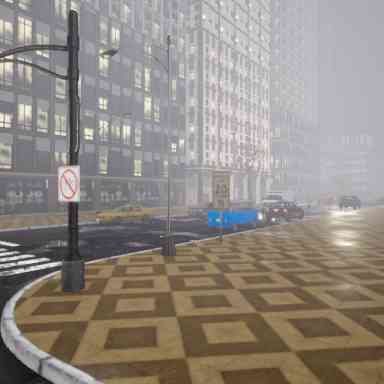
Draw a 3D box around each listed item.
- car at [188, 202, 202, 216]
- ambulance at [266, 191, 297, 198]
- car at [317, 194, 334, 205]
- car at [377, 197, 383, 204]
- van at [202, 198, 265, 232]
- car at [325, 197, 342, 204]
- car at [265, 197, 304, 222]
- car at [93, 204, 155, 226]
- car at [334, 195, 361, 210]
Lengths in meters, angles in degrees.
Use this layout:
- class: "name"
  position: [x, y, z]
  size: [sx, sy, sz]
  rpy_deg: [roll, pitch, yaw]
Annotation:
- class: "car"
  position: [1.343, 1.603, 31.722]
  size: [1.802, 1.307, 4.206]
  rpy_deg: [0, 0, 38]
- class: "ambulance"
  position: [10.215, 1.062, 39.013]
  size: [2.351, 2.431, 6.366]
  rpy_deg: [0, 0, 38]
- class: "car"
  position: [25.147, 1.380, 62.548]
  size: [2.192, 1.841, 5.009]
  rpy_deg: [0, 0, 38]
- class: "car"
  position: [38.183, 1.658, 66.537]
  size: [1.947, 1.339, 4.313]
  rpy_deg: [0, 0, 38]
- class: "van"
  position: [2.607, 1.368, 20.284]
  size: [1.690, 1.788, 3.998]
  rpy_deg: [0, 0, 38]
- class: "car"
  position: [28.547, 1.624, 66.951]
  size: [2.008, 1.369, 4.403]
  rpy_deg: [0, 0, 38]
- class: "car"
  position: [7.579, 1.472, 26.905]
  size: [1.967, 1.590, 4.097]
  rpy_deg: [0, 0, 38]
- class: "car"
  position: [-4.777, 1.540, 24.009]
  size: [1.752, 1.417, 4.829]
  rpy_deg: [0, 0, 38]
- class: "car"
  position: [21.181, 1.368, 44.520]
  size: [2.192, 1.841, 5.009]
  rpy_deg: [0, 0, 38]
